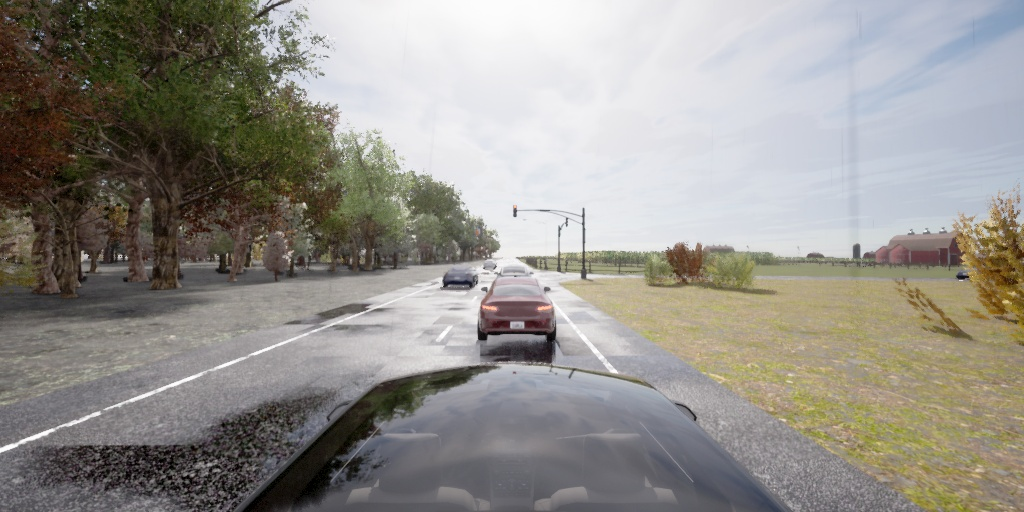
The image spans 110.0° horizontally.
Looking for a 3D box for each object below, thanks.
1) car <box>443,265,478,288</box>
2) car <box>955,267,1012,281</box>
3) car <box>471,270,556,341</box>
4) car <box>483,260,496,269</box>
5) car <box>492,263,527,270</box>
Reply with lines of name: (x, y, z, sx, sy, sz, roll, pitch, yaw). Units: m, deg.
car: (-3.392, 1.319, 24.176, 1.994, 1.385, 4.181, 0, 0, 0)
car: (48.942, 1.845, 37.138, 4.181, 1.385, 1.994, 1, -1, 0)
car: (0.111, 1.278, 9.780, 1.812, 1.442, 4.674, 0, 0, 0)
car: (-3.385, 1.280, 55.673, 1.812, 1.442, 4.674, 0, 0, 0)
car: (0.104, 1.259, 19.042, 1.837, 1.490, 4.892, 0, 0, 0)
